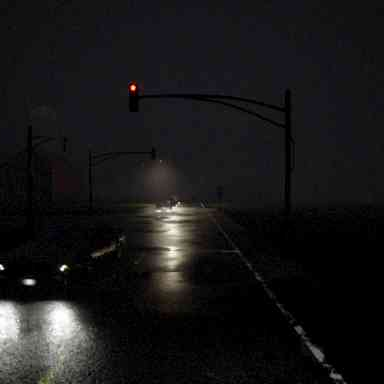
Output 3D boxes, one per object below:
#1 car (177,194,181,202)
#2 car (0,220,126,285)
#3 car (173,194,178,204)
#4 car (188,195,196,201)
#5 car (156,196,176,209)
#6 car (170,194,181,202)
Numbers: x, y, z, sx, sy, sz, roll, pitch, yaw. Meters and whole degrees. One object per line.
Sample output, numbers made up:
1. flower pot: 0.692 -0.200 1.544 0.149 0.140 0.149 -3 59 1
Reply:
1. car: -3.569 1.449 62.495 1.882 1.535 5.008 0 0 1
2. car: -3.367 1.550 9.789 2.033 1.411 5.357 0 0 3
3. car: -3.587 1.507 53.144 1.812 1.442 4.674 0 0 0
4. car: -0.010 1.442 81.374 1.837 1.490 4.892 0 0 0
5. car: -3.595 1.553 44.483 1.994 1.385 4.181 0 0 0
6. car: -3.509 1.303 72.471 2.097 1.767 4.553 0 0 0
